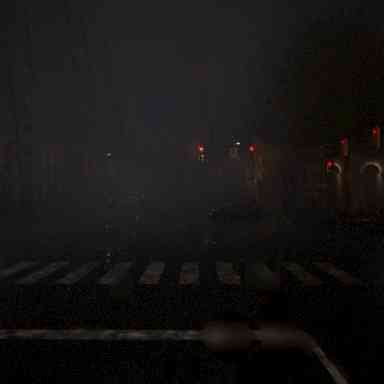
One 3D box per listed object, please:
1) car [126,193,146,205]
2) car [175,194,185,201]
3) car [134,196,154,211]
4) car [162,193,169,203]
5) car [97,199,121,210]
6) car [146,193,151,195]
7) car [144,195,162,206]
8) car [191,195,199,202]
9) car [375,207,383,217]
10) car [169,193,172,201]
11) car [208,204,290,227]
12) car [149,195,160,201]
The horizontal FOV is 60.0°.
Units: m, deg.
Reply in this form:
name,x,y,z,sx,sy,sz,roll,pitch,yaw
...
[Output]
name,x,y,z,sx,sy,sz,roll,pitch,yaw
car,-10.189,1.223,59.021,2.150,2.045,5.566,0,0,1
car,-2.781,1.279,78.628,2.097,1.767,4.553,0,0,1
car,-5.974,1.525,41.088,1.812,1.442,4.674,0,0,-9
car,-6.444,1.478,69.267,1.882,1.535,5.008,0,0,1
car,-10.697,1.565,43.053,1.994,1.385,4.181,0,0,8
car,-9.920,1.225,70.706,2.150,2.045,5.566,0,0,1
car,-6.702,1.601,56.242,1.895,1.301,4.718,0,0,1
car,0.719,1.450,78.599,2.128,1.511,4.902,0,0,1
car,18.595,1.526,29.174,4.674,1.442,1.812,0,0,1
car,-6.192,1.204,83.777,2.150,2.045,5.566,0,0,1
car,3.805,1.547,22.616,5.357,1.411,2.033,0,0,27
car,-9.655,1.429,85.947,2.033,1.411,5.357,0,0,1
